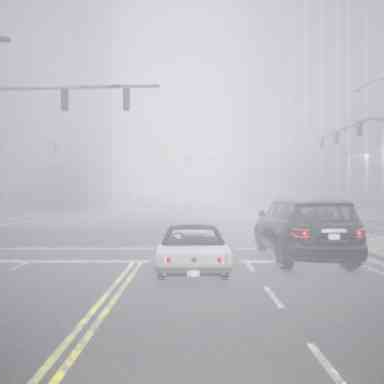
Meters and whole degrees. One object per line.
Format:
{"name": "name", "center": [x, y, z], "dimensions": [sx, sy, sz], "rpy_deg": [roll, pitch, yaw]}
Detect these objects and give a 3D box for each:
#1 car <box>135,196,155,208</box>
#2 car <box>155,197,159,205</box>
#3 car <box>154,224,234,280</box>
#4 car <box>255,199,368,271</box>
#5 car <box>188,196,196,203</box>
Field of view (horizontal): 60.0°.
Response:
{"name": "car", "center": [-7.078, 1.371, 48.991], "dimensions": [2.097, 1.767, 4.553], "rpy_deg": [0, 0, 0]}
{"name": "car", "center": [-7.016, 1.570, 59.511], "dimensions": [2.033, 1.411, 5.357], "rpy_deg": [0, 0, 1]}
{"name": "car", "center": [0.007, 1.605, 9.939], "dimensions": [1.895, 1.301, 4.718], "rpy_deg": [0, 0, -1]}
{"name": "car", "center": [3.592, 1.226, 11.069], "dimensions": [2.150, 2.045, 5.566], "rpy_deg": [0, 0, 0]}
{"name": "car", "center": [0.016, 1.551, 71.288], "dimensions": [2.128, 1.511, 4.902], "rpy_deg": [0, 0, 0]}
